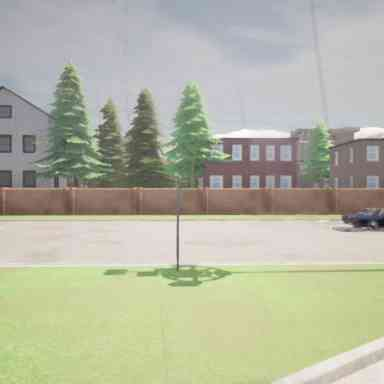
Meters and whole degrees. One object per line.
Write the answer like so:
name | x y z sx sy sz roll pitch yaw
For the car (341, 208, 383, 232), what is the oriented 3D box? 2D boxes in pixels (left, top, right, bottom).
car | 11.556 1.595 19.757 4.718 1.301 1.895 0 0 -3
